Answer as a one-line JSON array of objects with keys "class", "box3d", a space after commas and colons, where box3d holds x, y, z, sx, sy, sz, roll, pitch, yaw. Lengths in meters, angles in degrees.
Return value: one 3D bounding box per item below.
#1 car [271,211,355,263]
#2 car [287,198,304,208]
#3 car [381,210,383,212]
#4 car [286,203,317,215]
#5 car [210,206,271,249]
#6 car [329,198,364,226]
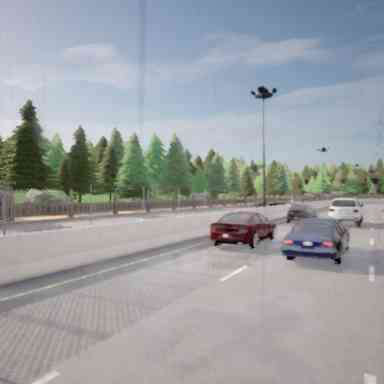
[{"class": "car", "box3d": [4.808, 1.679, 12.591, 2.033, 1.411, 5.357, 0, -1, 29]}, {"class": "car", "box3d": [18.843, 1.983, 60.638, 2.097, 1.767, 4.553, 0, -1, 29]}, {"class": "car", "box3d": [15.502, 1.758, 24.967, 1.837, 1.490, 4.892, 0, 0, 29]}, {"class": "car", "box3d": [9.345, 1.802, 28.297, 1.837, 1.490, 4.892, 0, 0, 29]}, {"class": "car", "box3d": [2.561, 1.645, 15.760, 1.882, 1.535, 5.008, 0, 0, 29]}, {"class": "car", "box3d": [11.971, 1.489, 25.818, 2.150, 2.045, 5.566, 0, 0, 29]}]
